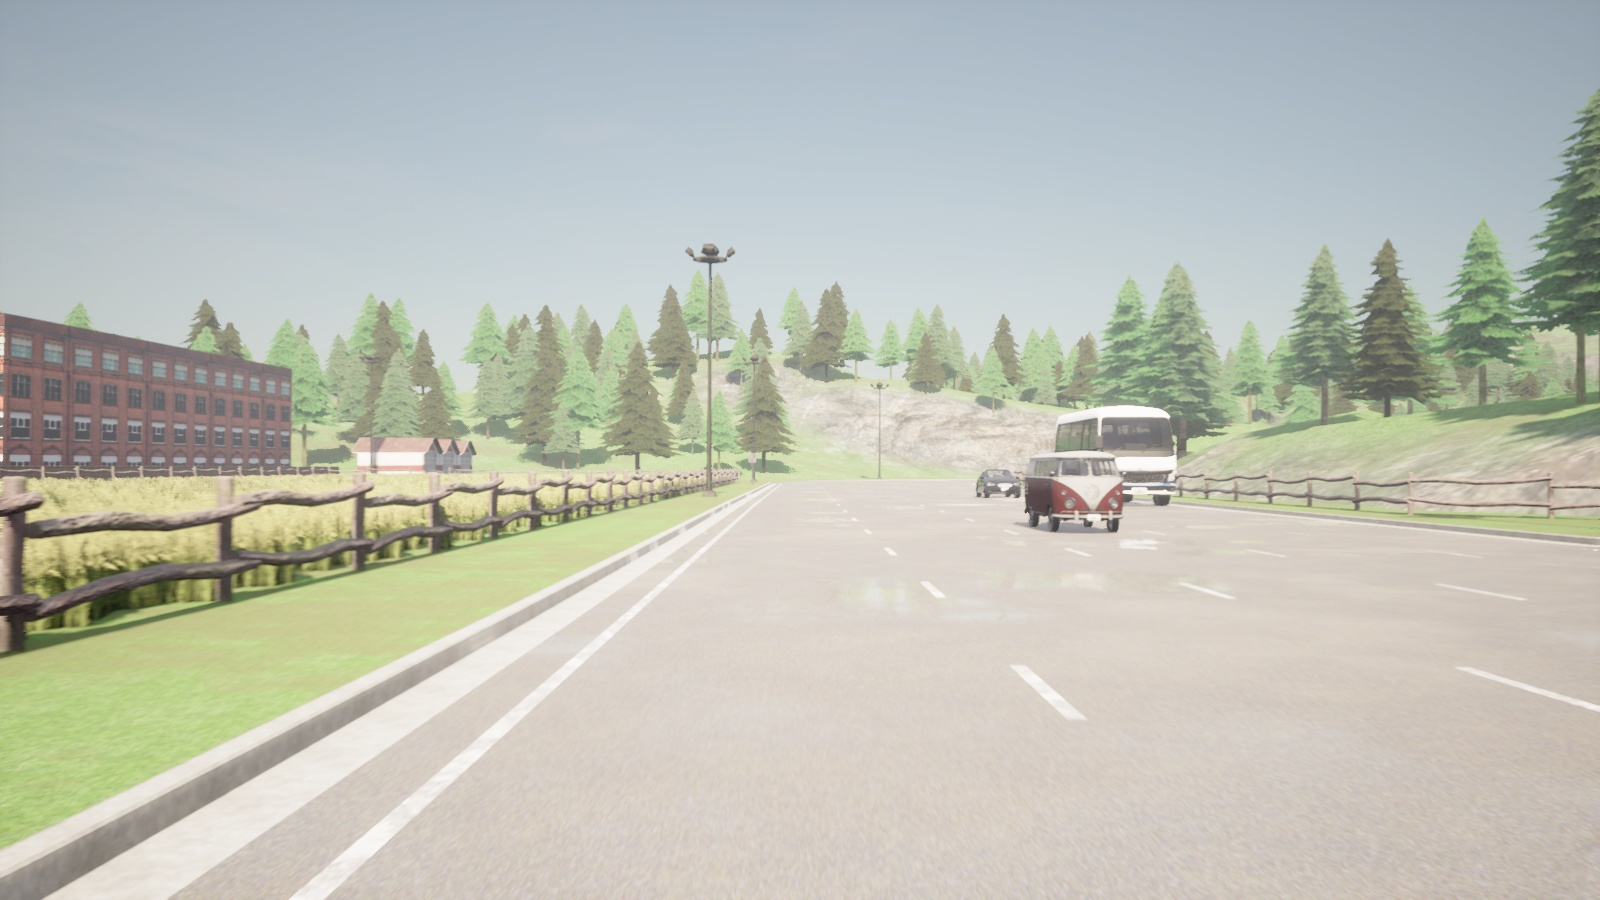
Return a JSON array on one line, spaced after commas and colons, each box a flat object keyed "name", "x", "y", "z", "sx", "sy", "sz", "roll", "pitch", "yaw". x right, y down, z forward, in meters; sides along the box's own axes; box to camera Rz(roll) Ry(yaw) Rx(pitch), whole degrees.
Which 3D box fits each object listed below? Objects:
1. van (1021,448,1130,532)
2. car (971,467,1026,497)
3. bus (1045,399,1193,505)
[{"name": "van", "x": 6.923, "y": 0.983, "z": 31.988, "sx": 1.775, "sy": 1.987, "sz": 4.442, "roll": 0, "pitch": -1, "yaw": 0}, {"name": "car", "x": 10.409, "y": 1.651, "z": 66.184, "sx": 2.128, "sy": 1.511, "sz": 4.902, "roll": 0, "pitch": -1, "yaw": 0}, {"name": "bus", "x": 13.877, "y": 0.160, "z": 55.815, "sx": 3.944, "sy": 4.253, "sz": 10.273, "roll": 0, "pitch": -1, "yaw": 0}]
